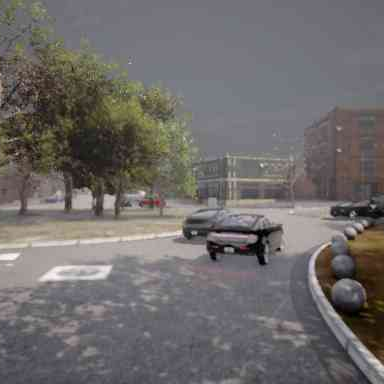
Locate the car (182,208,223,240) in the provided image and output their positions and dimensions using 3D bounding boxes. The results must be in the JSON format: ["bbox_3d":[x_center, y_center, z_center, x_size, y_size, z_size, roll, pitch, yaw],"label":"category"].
[{"bbox_3d":[1.338,1.575,16.799,1.837,1.490,4.892,-1,-1,31],"label":"car"}]

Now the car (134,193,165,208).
[{"bbox_3d":[-6.641,1.559,53.901,2.150,2.045,5.566,-1,0,-41],"label":"car"}]

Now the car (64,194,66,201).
[{"bbox_3d":[-33.614,1.814,80.131,5.008,1.535,2.097,0,0,-15],"label":"car"}]

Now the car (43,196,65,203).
[{"bbox_3d":[-34.328,1.845,82.793,4.674,1.452,2.002,0,0,-15],"label":"car"}]

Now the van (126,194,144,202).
[{"bbox_3d":[-15.244,1.630,88.989,4.442,1.987,1.878,0,0,-15],"label":"van"}]

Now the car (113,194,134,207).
[{"bbox_3d":[-12.125,1.703,57.518,2.097,1.767,4.553,0,0,-28],"label":"car"}]

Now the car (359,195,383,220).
[{"bbox_3d":[16.826,1.246,26.875,5.566,2.045,2.150,-1,0,-16],"label":"car"}]

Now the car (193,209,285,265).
[{"bbox_3d":[2.095,1.525,11.986,2.128,1.511,4.902,0,-1,25],"label":"car"}]

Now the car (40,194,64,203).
[{"bbox_3d":[-32.855,1.693,77.474,4.553,1.767,2.185,0,0,-15],"label":"car"}]

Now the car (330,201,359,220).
[{"bbox_3d":[14.564,1.552,29.355,5.008,1.535,1.882,-1,0,-20],"label":"car"}]
